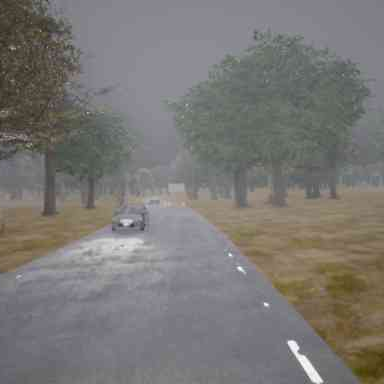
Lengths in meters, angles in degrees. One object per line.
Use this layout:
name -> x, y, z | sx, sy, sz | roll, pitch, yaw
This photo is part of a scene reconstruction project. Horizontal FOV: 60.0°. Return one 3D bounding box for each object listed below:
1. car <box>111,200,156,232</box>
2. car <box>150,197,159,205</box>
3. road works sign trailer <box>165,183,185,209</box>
car -> -3.560, 1.452, 19.969 | 2.128, 1.511, 4.902 | 0, 0, -2
car -> -6.885, 1.604, 60.916 | 1.812, 1.442, 4.674 | 0, 0, -6
road works sign trailer -> -2.201, 0.480, 46.421 | 2.380, 3.560, 2.880 | 0, 0, -6
